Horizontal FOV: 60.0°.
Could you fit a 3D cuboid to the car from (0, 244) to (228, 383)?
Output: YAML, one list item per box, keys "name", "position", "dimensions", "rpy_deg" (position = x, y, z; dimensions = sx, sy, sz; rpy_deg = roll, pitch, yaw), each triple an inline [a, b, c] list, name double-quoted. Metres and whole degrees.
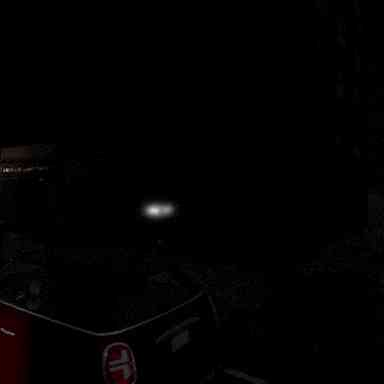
- name: "car"
  position: [-1.689, 1.415, 4.278]
  dimensions: [4.097, 1.590, 1.967]
  rpy_deg: [0, 1, 36]
